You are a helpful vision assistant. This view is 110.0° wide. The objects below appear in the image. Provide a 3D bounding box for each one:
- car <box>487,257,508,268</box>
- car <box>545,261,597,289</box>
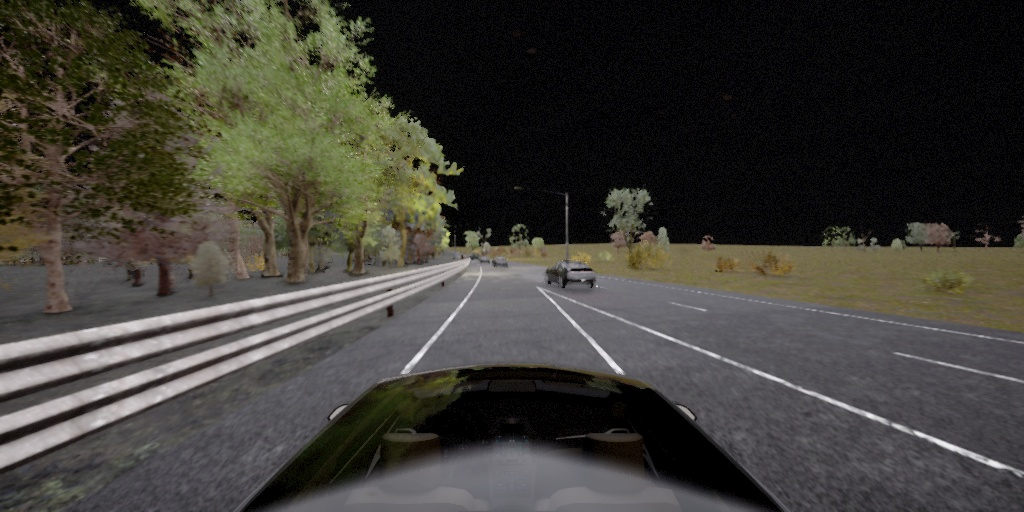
[{"bbox_3d":[-1.770,0.812,50.384,2.128,1.511,4.902,-1,1,-10],"label":"car"},{"bbox_3d":[3.257,1.030,20.802,2.128,1.511,4.902,-1,0,-10],"label":"car"}]
